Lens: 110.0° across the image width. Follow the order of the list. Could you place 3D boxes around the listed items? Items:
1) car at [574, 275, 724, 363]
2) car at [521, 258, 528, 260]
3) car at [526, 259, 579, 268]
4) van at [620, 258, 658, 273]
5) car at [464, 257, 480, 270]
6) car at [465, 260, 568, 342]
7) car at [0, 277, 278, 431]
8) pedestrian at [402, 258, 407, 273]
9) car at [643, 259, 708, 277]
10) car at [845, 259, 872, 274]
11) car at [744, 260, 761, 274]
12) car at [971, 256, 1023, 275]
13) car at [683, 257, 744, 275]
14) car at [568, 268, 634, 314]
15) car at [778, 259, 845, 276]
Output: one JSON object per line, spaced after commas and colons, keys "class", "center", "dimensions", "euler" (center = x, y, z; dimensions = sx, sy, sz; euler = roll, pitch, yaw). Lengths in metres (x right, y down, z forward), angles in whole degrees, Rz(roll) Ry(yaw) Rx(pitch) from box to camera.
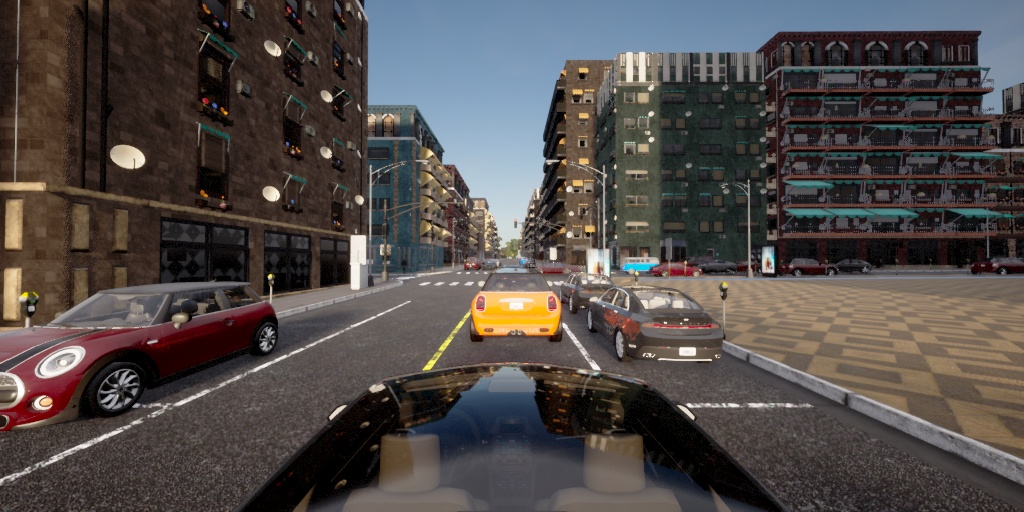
{"class": "car", "center": [2.818, 1.302, 7.949], "dimensions": [2.007, 1.370, 4.403], "euler": [0, 0, 0]}
{"class": "car", "center": [2.675, 1.334, 51.712], "dimensions": [1.948, 1.339, 4.313], "euler": [0, 0, 0]}
{"class": "car", "center": [4.108, 1.289, 36.016], "dimensions": [5.357, 1.411, 2.033], "euler": [0, -1, 0]}
{"class": "van", "center": [13.758, 1.046, 38.529], "dimensions": [3.998, 1.789, 1.690], "euler": [0, 0, 0]}
{"class": "car", "center": [-5.705, 1.083, 51.749], "dimensions": [2.192, 1.841, 5.009], "euler": [0, 0, 0]}
{"class": "car", "center": [0.095, 1.104, 9.928], "dimensions": [2.097, 1.767, 4.553], "euler": [0, 0, 0]}
{"class": "car", "center": [-5.821, 1.191, 5.711], "dimensions": [1.967, 1.591, 4.097], "euler": [0, 0, 0]}
{"class": "pedestrian", "center": [-12.542, 1.097, 41.672], "dimensions": [0.375, 1.860, 0.375], "euler": [0, 0, 0]}
{"class": "car", "center": [13.699, 1.162, 30.149], "dimensions": [4.207, 1.307, 1.802], "euler": [0, 0, 0]}
{"class": "car", "center": [32.947, 1.025, 35.812], "dimensions": [4.892, 1.490, 1.837], "euler": [0, -1, 0]}
{"class": "car", "center": [24.814, 1.165, 38.453], "dimensions": [4.507, 1.381, 1.888], "euler": [0, 0, 0]}
{"class": "car", "center": [41.335, 0.811, 29.959], "dimensions": [4.097, 1.591, 1.967], "euler": [0, 0, 0]}
{"class": "car", "center": [19.831, 1.112, 35.912], "dimensions": [4.902, 1.511, 2.128], "euler": [0, -1, 0]}
{"class": "car", "center": [2.816, 1.304, 13.519], "dimensions": [2.007, 1.370, 4.403], "euler": [0, 0, 0]}
{"class": "car", "center": [24.754, 0.935, 30.073], "dimensions": [4.097, 1.591, 1.967], "euler": [0, 0, 0]}
